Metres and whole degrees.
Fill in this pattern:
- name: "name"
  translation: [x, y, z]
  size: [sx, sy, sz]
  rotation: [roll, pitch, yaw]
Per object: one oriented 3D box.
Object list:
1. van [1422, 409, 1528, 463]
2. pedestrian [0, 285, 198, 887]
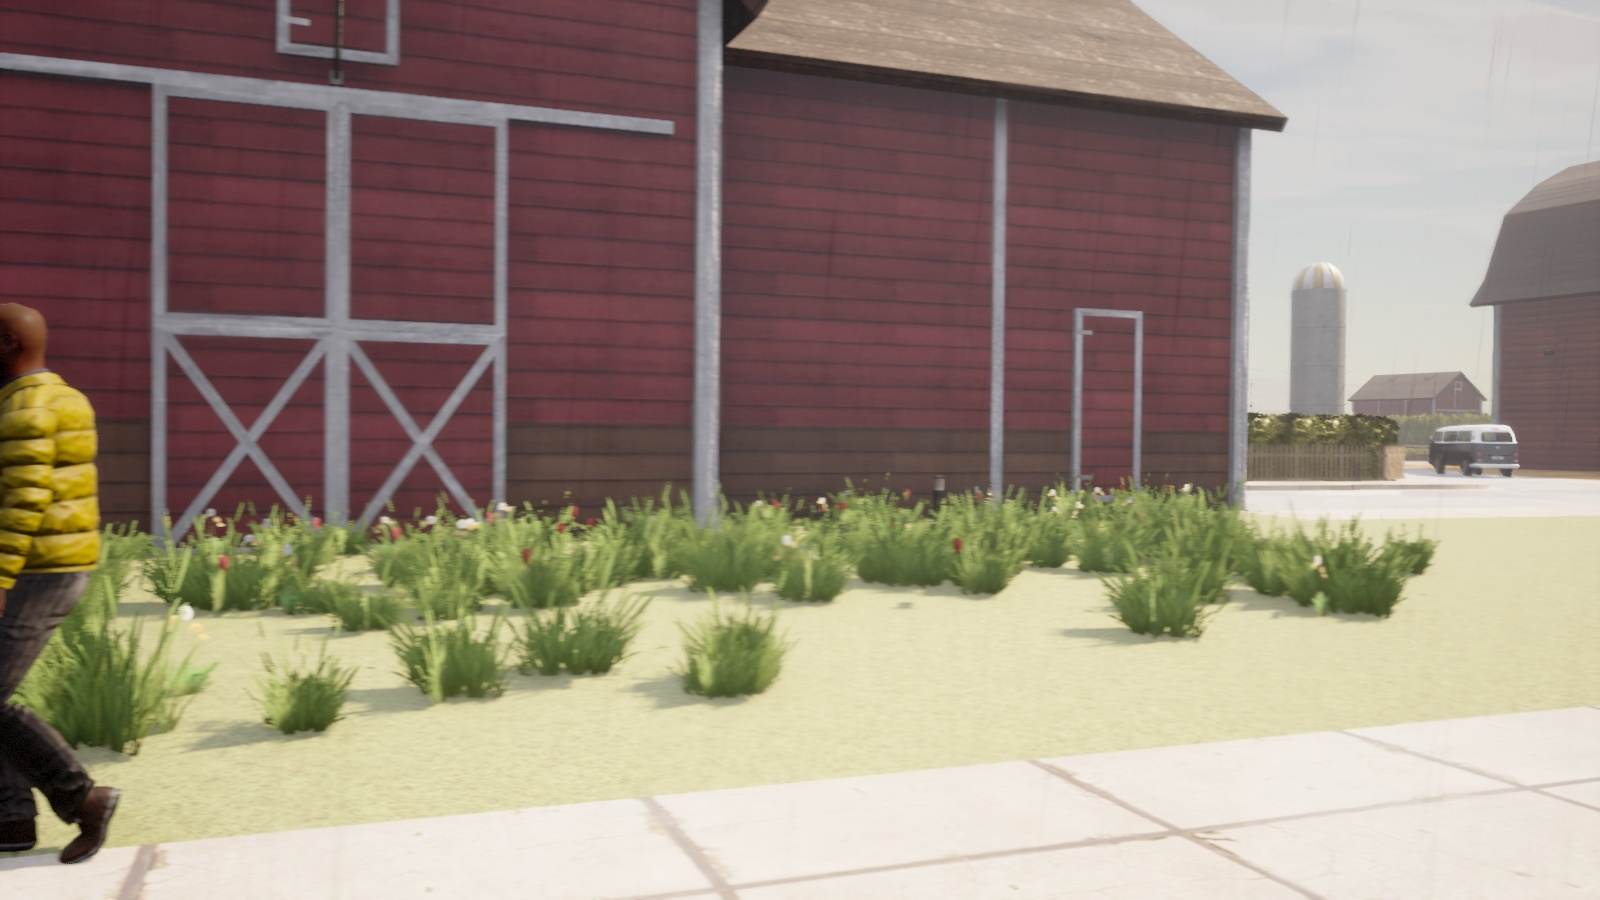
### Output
- name: "van"
  translation: [27.074, -0.569, 50.555]
  size: [2.069, 2.038, 4.480]
  rotation: [-1, 1, 4]
- name: "pedestrian"
  translation: [-2.382, 0.413, 4.044]
  size: [0.726, 1.835, 0.370]
  rotation: [-1, 1, -18]
